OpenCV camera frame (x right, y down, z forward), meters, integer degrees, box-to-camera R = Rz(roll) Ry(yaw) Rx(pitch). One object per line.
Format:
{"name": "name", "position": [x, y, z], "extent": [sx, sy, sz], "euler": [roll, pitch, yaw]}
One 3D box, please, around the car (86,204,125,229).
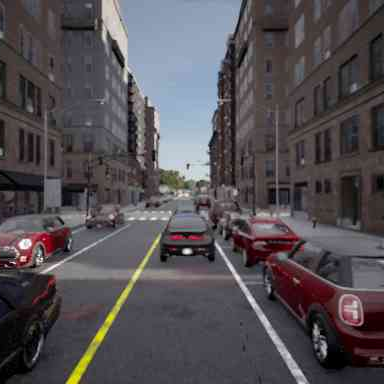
{"name": "car", "position": [-5.829, 1.597, 22.696], "extent": [1.967, 1.590, 4.097], "euler": [0, 0, -1]}

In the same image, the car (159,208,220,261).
{"name": "car", "position": [-0.169, 1.580, 12.550], "extent": [1.837, 1.490, 4.892], "euler": [0, 0, -1]}

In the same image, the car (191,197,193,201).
{"name": "car", "position": [1.357, 1.694, 66.420], "extent": [2.192, 1.841, 5.009], "euler": [0, 0, -1]}

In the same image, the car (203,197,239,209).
{"name": "car", "position": [2.194, 1.440, 22.861], "extent": [2.192, 1.841, 5.009], "euler": [0, 0, -1]}

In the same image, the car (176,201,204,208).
{"name": "car", "position": [-0.379, 1.640, 22.698], "extent": [1.837, 1.490, 4.892], "euler": [0, 0, 0]}

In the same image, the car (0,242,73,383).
{"name": "car", "position": [-2.888, 1.577, 2.929], "extent": [2.033, 1.411, 5.357], "euler": [0, 0, -1]}

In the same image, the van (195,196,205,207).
{"name": "van", "position": [1.473, 1.688, 60.917], "extent": [1.690, 1.788, 3.998], "euler": [0, 0, -1]}

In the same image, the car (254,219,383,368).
{"name": "car", "position": [2.542, 1.465, 5.817], "extent": [1.967, 1.590, 4.097], "euler": [0, 0, -1]}

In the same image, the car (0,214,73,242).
{"name": "car", "position": [-5.597, 1.530, 11.334], "extent": [1.967, 1.590, 4.097], "euler": [0, 0, -1]}

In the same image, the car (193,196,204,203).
{"name": "car", "position": [1.706, 1.598, 49.912], "extent": [2.192, 1.841, 5.009], "euler": [0, 0, -1]}

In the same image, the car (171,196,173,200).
{"name": "car", "position": [-7.291, 2.121, 93.764], "extent": [2.008, 1.369, 4.403], "euler": [0, 0, -1]}

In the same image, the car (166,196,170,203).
{"name": "car", "position": [-7.072, 2.052, 82.760], "extent": [1.887, 1.381, 4.507], "euler": [0, 0, -1]}

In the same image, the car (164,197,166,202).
{"name": "car", "position": [-6.742, 1.962, 66.252], "extent": [2.008, 1.369, 4.403], "euler": [0, 0, -1]}

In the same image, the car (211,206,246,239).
{"name": "car", "position": [2.311, 1.643, 17.178], "extent": [2.008, 1.369, 4.403], "euler": [0, 0, -1]}

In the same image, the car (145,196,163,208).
{"name": "car", "position": [-6.523, 1.662, 55.248], "extent": [2.192, 1.841, 5.009], "euler": [0, 0, -1]}

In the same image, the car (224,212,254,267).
{"name": "car", "position": [2.426, 1.603, 11.498], "extent": [1.887, 1.381, 4.507], "euler": [0, 0, -1]}
